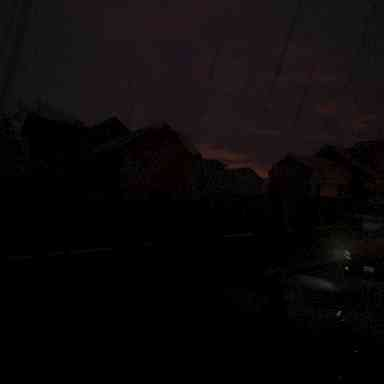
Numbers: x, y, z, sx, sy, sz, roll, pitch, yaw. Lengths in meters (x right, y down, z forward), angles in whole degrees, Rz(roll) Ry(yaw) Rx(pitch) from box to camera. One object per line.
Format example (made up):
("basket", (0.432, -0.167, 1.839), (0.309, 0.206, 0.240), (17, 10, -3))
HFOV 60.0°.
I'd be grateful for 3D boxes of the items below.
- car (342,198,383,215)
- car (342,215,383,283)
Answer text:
("car", (14.715, 1.302, 28.335), (1.845, 1.501, 3.633), (0, 0, -39))
("car", (6.112, 1.523, 9.116), (5.008, 1.535, 1.882), (0, 0, -35))
